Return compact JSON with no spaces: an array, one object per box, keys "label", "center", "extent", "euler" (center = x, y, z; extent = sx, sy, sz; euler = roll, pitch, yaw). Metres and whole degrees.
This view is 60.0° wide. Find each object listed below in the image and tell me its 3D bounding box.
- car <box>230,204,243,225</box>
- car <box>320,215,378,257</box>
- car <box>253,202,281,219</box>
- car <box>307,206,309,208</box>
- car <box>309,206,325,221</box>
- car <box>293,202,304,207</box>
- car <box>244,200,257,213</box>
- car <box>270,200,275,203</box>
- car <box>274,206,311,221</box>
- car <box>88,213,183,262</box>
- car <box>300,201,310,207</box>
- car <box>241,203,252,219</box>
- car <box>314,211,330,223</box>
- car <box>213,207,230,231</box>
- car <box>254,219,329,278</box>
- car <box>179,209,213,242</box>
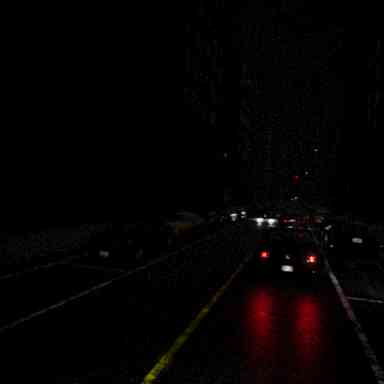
[{"label":"car","center":[2.745,1.933,27.947],"extent":[2.008,1.369,4.403],"euler":[2,-1,17]},{"label":"car","center":[7.185,2.009,15.216],"extent":[1.947,1.339,4.313],"euler":[2,-1,17]},{"label":"car","center":[8.710,2.268,38.407],"extent":[2.033,1.411,5.357],"euler":[2,-1,18]},{"label":"car","center":[13.611,2.479,35.887],"extent":[1.802,1.307,4.206],"euler":[2,-1,17]},{"label":"car","center":[12.057,2.314,30.882],"extent":[1.752,1.417,4.829],"euler":[2,-1,17]},{"label":"car","center":[11.954,2.339,39.425],"extent":[1.882,1.535,5.008],"euler":[2,0,17]},{"label":"car","center":[7.575,2.035,43.452],"extent":[2.192,1.841,5.009],"euler":[2,-1,17]},{"label":"car","center":[15.420,2.820,68.715],"extent":[2.008,1.369,4.403],"euler":[2,-1,17]},{"label":"car","center":[6.818,2.005,22.573],"extent":[1.837,1.490,4.892],"euler":[2,0,17]},{"label":"car","center":[-2.075,1.602,12.444],"extent":[1.947,1.339,4.313],"euler":[2,-1,17]},{"label":"car","center":[27.935,3.336,81.944],"extent":[1.967,1.590,4.097],"euler":[2,-1,17]},{"label":"car","center":[4.352,2.045,33.115],"extent":[2.008,1.369,4.403],"euler":[2,-1,17]},{"label":"car","center":[8.792,2.124,20.384],"extent":[1.947,1.339,4.313],"euler":[2,-1,17]},{"label":"car","center":[1.137,1.850,22.780],"extent":[1.802,1.307,4.206],"euler":[2,-1,17]},{"label":"car","center":[3.276,1.844,11.191],"extent":[1.895,1.301,4.718],"euler":[2,-1,17]},{"label":"car","center":[-0.517,1.674,17.450],"extent":[1.752,1.417,4.829],"euler":[2,-1,17]}]
